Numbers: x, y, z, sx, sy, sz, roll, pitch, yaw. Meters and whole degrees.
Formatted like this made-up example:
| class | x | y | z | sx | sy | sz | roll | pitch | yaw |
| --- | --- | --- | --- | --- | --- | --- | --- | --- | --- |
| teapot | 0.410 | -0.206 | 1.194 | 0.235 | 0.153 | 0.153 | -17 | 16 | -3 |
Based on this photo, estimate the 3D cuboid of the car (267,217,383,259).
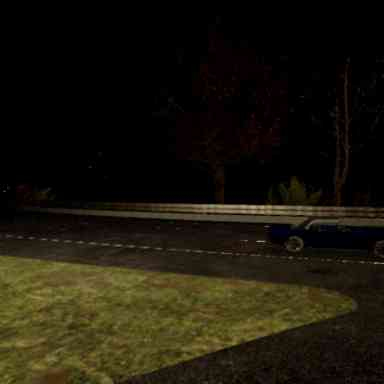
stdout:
| class | x | y | z | sx | sy | sz | roll | pitch | yaw |
| --- | --- | --- | --- | --- | --- | --- | --- | --- | --- |
| car | 5.360 | 1.628 | 12.677 | 4.718 | 1.301 | 1.895 | 0 | 0 | 18 |
